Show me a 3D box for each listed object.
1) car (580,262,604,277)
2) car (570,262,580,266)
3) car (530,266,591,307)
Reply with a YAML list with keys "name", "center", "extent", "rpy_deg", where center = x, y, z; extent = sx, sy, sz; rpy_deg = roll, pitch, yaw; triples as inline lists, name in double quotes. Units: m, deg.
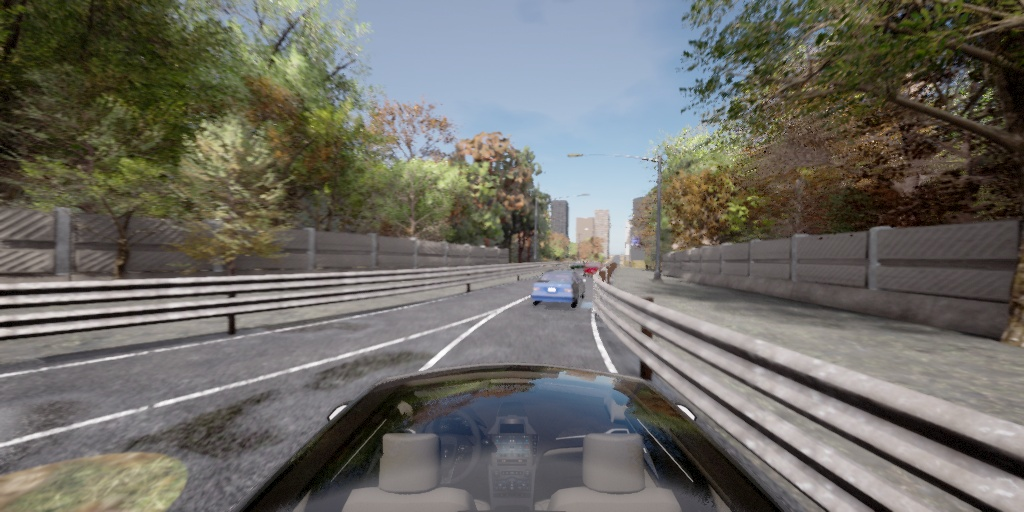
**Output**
- name: "car"
  center: [8.784, 1.370, 38.402]
  extent: [1.882, 1.535, 5.008]
  rpy_deg: [1, 0, 16]
- name: "car"
  center: [9.939, 1.545, 54.340]
  extent: [1.895, 1.301, 4.718]
  rpy_deg: [1, 0, 17]
- name: "car"
  center: [2.170, 1.327, 15.900]
  extent: [2.033, 1.411, 5.357]
  rpy_deg: [1, 0, 16]
